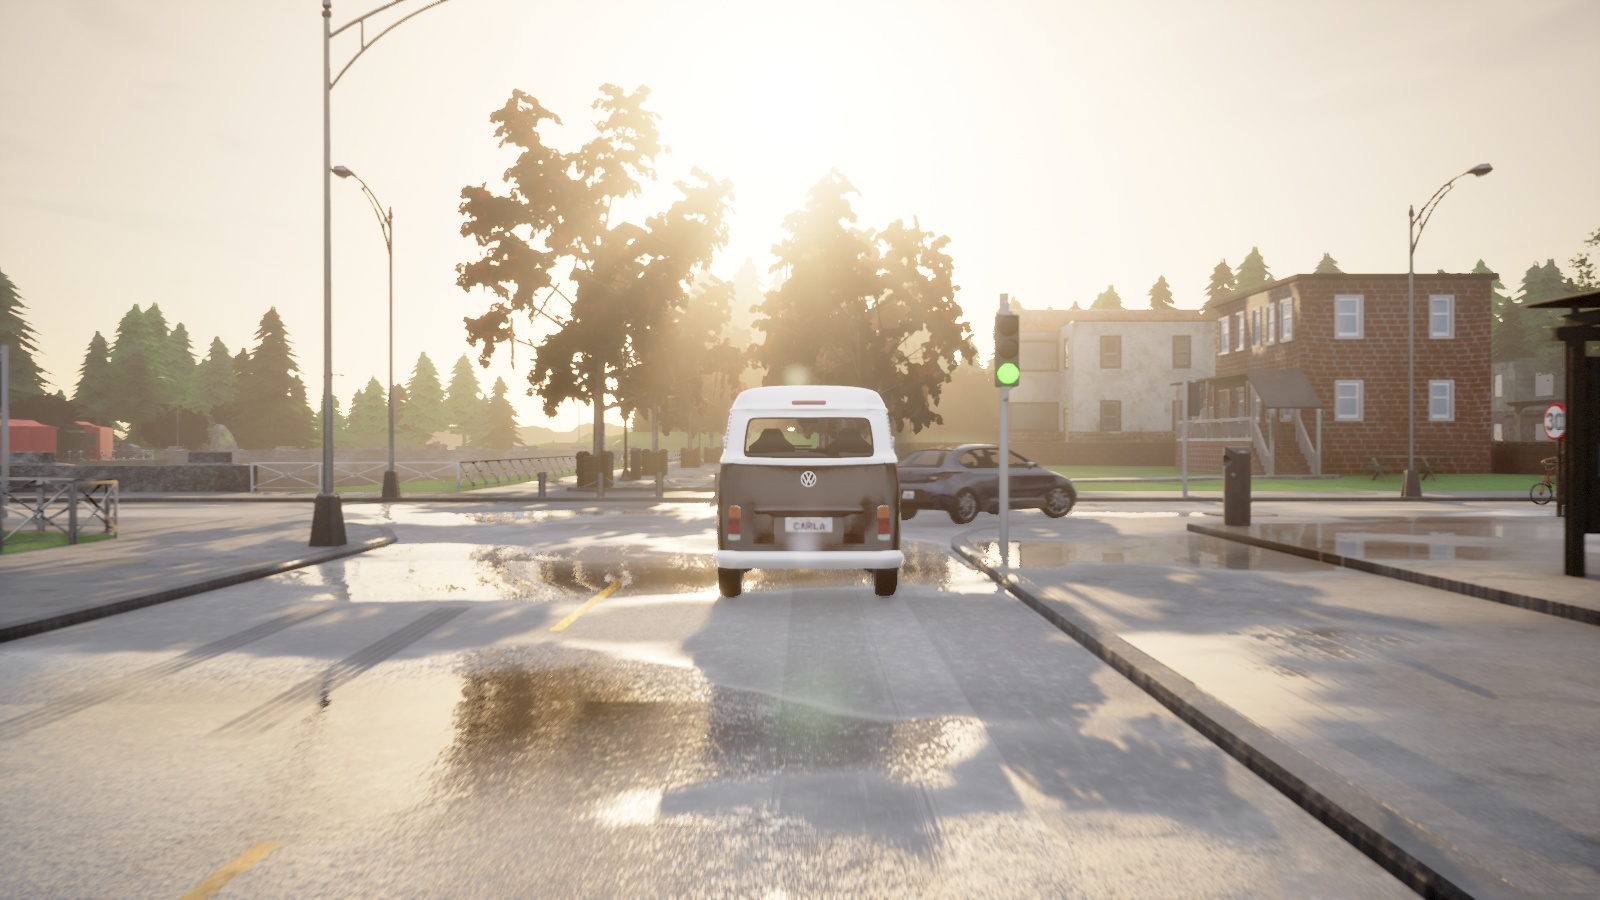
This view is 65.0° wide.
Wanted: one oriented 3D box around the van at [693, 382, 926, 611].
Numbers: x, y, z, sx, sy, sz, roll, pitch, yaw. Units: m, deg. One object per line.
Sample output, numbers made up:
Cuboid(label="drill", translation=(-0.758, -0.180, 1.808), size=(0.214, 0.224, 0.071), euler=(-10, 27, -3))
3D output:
Cuboid(label="van", translation=(0.092, 0.395, 13.395), size=(2.069, 2.038, 4.480), euler=(0, 0, 0))

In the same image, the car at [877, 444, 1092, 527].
Cuboid(label="car", translation=(3.642, 0.625, 24.435), size=(4.193, 1.474, 1.816), euler=(0, 0, -40))

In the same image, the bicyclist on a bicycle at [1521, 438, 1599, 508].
Cuboid(label="bicyclist on a bicycle", translation=(17.972, 0.531, 29.559), size=(1.509, 1.612, 0.866), euler=(0, 0, 0))
